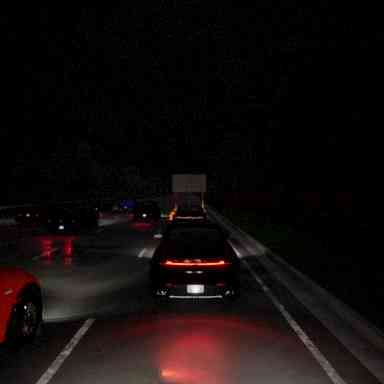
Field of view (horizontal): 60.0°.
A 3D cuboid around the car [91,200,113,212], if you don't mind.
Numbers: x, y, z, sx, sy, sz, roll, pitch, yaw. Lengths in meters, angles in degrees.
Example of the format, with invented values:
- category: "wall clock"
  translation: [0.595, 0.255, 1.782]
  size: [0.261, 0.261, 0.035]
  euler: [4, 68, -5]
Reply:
- category: "car"
  translation: [-10.721, 1.601, 39.538]
  size: [1.895, 1.301, 4.718]
  euler: [0, 0, 0]

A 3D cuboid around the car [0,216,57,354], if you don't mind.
- category: "car"
  translation: [-3.418, 1.353, 3.456]
  size: [2.097, 1.767, 4.553]
  euler: [0, 0, 0]

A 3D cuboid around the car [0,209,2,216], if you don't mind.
- category: "car"
  translation: [-14.051, 1.224, 20.423]
  size: [2.150, 2.045, 5.566]
  euler: [0, 0, 0]

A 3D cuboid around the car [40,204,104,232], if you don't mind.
- category: "car"
  translation: [-7.048, 1.601, 20.108]
  size: [1.895, 1.301, 4.718]
  euler: [0, 0, -1]

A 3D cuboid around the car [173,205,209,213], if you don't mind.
- category: "car"
  translation: [-0.069, 1.488, 18.828]
  size: [2.128, 1.511, 4.902]
  euler: [0, 0, 1]

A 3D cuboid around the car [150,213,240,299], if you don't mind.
- category: "car"
  translation: [0.047, 1.505, 8.439]
  size: [1.837, 1.490, 4.892]
  euler: [0, 0, 0]

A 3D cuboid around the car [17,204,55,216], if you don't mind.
- category: "car"
  translation: [-10.594, 1.548, 23.987]
  size: [2.033, 1.411, 5.357]
  euler: [0, 0, 0]

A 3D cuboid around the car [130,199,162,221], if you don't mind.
- category: "car"
  translation: [-3.613, 1.505, 27.526]
  size: [1.837, 1.490, 4.892]
  euler: [0, 0, -1]

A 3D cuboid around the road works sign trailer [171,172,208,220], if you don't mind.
- category: "road works sign trailer"
  translation: [-0.186, 0.464, 22.698]
  size: [2.380, 3.560, 2.880]
  euler: [0, 0, -3]

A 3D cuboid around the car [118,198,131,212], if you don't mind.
- category: "car"
  translation: [-7.211, 1.478, 38.351]
  size: [1.882, 1.535, 5.008]
  euler: [0, 0, -1]
